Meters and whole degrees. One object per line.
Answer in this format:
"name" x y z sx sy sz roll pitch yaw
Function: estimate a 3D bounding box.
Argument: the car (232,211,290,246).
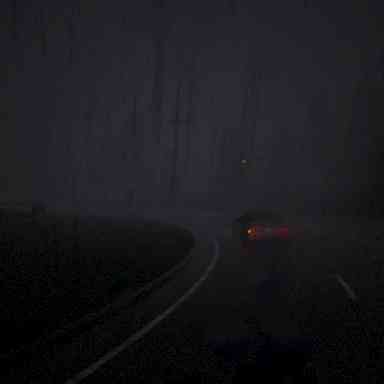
"car" 3.026 1.596 15.494 2.033 1.411 5.357 1 0 0
